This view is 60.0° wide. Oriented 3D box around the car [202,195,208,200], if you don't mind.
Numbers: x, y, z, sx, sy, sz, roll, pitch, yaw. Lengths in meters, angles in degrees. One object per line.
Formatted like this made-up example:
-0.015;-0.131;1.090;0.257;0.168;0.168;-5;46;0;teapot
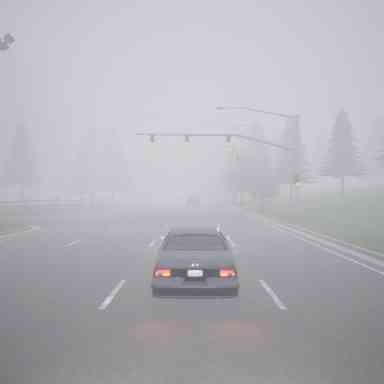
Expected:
3.635;1.500;94.162;1.837;1.490;4.892;0;0;0;car

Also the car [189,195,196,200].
0.135;1.539;94.167;2.033;1.411;5.357;0;0;0;car

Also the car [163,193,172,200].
-6.865;1.225;94.207;2.150;2.045;5.566;0;0;0;car

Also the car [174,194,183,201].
-3.380;1.516;83.755;1.812;1.442;4.674;0;0;0;car

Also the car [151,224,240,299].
0.078;1.547;8.652;2.033;1.411;5.357;0;0;1;car

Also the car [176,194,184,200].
-3.365;1.357;93.759;2.128;1.511;4.902;0;0;0;car

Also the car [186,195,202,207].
0.073;1.351;52.691;2.097;1.767;4.553;0;0;0;car
